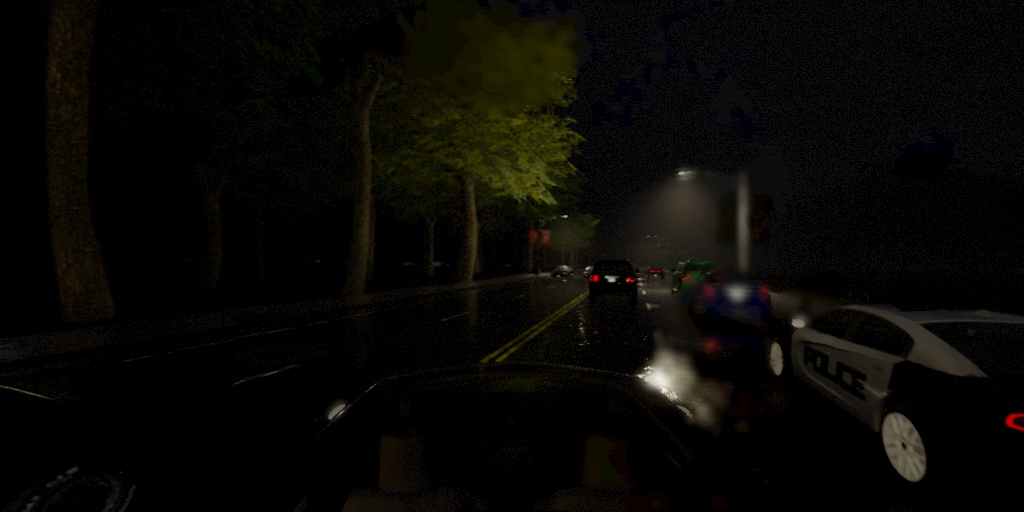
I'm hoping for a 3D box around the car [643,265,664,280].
[{"bbox_3d":[16.405,1.882,41.256,1.837,1.490,4.892,0,-1,19],"label":"car"}]

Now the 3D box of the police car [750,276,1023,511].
[{"bbox_3d":[4.865,1.246,4.366,1.930,1.638,5.238,0,-1,19],"label":"police car"}]

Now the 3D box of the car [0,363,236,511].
[{"bbox_3d":[-4.145,1.312,1.389,1.895,1.301,4.718,0,-1,19],"label":"car"}]

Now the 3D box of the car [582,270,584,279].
[{"bbox_3d":[9.278,1.853,40.908,2.033,1.411,5.357,0,-1,19],"label":"car"}]

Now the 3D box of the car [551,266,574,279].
[{"bbox_3d":[5.804,1.819,40.789,2.033,1.411,5.357,0,-1,19],"label":"car"}]

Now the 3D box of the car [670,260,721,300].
[{"bbox_3d":[9.987,1.263,19.442,2.150,2.045,5.566,0,-1,19],"label":"car"}]

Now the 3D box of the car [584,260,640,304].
[{"bbox_3d":[5.277,1.207,18.403,2.150,2.045,5.566,0,-1,19],"label":"car"}]

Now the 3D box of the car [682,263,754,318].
[{"bbox_3d":[8.037,1.305,13.703,2.097,1.767,4.553,0,-1,19],"label":"car"}]
